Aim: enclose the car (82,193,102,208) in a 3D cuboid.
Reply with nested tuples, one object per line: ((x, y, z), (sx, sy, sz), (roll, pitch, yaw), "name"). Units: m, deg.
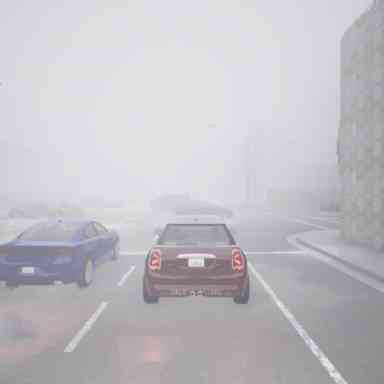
((-14.070, 1.223, 47.045), (2.150, 2.045, 5.566), (0, 0, 0), "car")

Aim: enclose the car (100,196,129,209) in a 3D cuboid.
((-10.573, 1.547, 45.885), (2.033, 1.411, 5.357), (0, 0, 0), "car")

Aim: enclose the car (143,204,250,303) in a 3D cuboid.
((0.088, 1.352, 8.387), (2.097, 1.767, 4.553), (0, 0, 0), "car")

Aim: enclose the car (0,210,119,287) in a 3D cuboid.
((-3.394, 1.478, 9.377), (1.882, 1.535, 5.008), (0, 0, 0), "car")

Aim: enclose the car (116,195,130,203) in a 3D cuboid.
((-13.961, 1.477, 67.737), (1.882, 1.535, 5.008), (0, 0, 0), "car")

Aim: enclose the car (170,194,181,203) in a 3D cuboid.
((-3.359, 1.352, 67.407), (2.097, 1.767, 4.553), (0, 0, 0), "car")

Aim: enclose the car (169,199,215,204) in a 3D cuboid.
((1.062, 1.491, 26.364), (4.902, 1.511, 2.128), (0, -1, -29), "car")

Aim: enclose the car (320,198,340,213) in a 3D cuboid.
((15.998, 1.351, 35.290), (4.553, 1.767, 2.097), (0, 0, -1), "car")

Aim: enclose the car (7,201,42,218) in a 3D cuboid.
((-14.082, 1.547, 29.398), (2.033, 1.411, 5.357), (0, 0, 0), "car")

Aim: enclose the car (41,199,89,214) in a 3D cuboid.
((-10.583, 1.564, 28.063), (1.994, 1.385, 4.181), (0, 0, 0), "car")

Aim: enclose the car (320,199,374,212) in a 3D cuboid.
((17.996, 1.547, 38.807), (5.357, 1.411, 2.033), (0, 0, -1), "car")

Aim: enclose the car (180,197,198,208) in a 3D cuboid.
((-0.377, 1.547, 50.257), (2.033, 1.411, 5.357), (0, 0, 8), "car")

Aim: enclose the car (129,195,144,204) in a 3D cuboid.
((-10.507, 1.351, 63.555), (2.097, 1.767, 4.553), (0, 0, 1), "car")

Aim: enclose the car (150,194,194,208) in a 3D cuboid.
((-2.437, 1.221, 37.571), (5.566, 2.045, 2.150), (0, 0, 45), "car")
